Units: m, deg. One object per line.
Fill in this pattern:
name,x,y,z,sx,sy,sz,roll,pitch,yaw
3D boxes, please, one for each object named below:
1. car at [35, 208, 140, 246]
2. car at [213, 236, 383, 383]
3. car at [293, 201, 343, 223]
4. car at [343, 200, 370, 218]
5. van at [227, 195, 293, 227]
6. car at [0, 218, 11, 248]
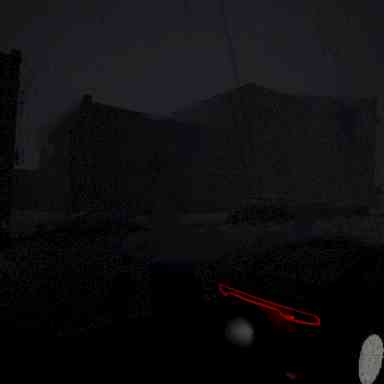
car,-4.651,1.482,15.322,4.674,1.452,2.002,0,0,-36
car,2.628,1.461,5.312,5.008,1.535,1.882,0,0,-35
car,8.795,1.420,24.958,4.792,1.488,2.163,0,0,-36
car,13.253,1.414,28.174,4.674,1.452,2.002,0,-1,-36
van,4.234,1.182,21.688,4.442,1.987,1.878,0,0,-36
car,-9.220,1.334,12.046,4.553,1.767,2.185,0,0,-36
